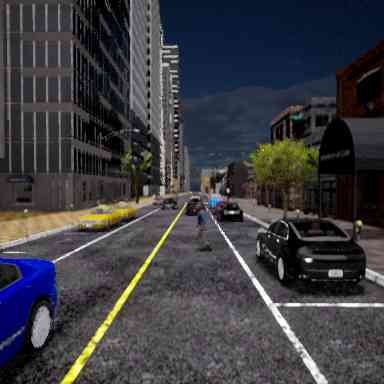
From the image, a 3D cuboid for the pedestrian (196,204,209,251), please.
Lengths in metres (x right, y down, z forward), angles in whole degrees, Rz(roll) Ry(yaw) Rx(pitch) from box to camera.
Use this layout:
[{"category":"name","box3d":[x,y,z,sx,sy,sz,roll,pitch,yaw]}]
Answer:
[{"category":"pedestrian","box3d":[0.342,1.263,12.370,0.375,1.860,0.375,-1,1,-1]}]

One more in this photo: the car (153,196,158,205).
[{"category":"car","box3d":[-5.223,1.310,53.657,1.967,1.590,4.097,-1,0,1]}]

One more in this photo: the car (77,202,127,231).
[{"category":"car","box3d":[-5.522,1.476,20.279,1.752,1.417,4.829,-1,0,1]}]

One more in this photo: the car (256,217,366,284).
[{"category":"car","box3d":[3.084,1.482,9.510,1.837,1.490,4.892,0,0,1]}]

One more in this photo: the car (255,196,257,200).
[{"category":"car","box3d":[17.214,1.236,76.704,5.009,1.841,2.192,1,1,1]}]

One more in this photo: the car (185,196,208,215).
[{"category":"car","box3d":[0.372,1.425,33.067,1.837,1.490,4.892,0,0,1]}]

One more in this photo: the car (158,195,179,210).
[{"category":"car","box3d":[-2.729,1.406,40.993,1.837,1.490,4.892,0,0,1]}]

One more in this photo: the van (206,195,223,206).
[{"category":"van","box3d":[3.056,1.238,42.498,1.690,1.788,3.998,-1,0,1]}]

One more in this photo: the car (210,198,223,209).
[{"category":"car","box3d":[2.960,1.505,31.430,1.802,1.307,4.206,-1,0,1]}]

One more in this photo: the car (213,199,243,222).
[{"category":"car","box3d":[2.910,1.503,25.896,1.947,1.339,4.313,-1,0,1]}]

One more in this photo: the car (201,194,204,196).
[{"category":"car","box3d":[0.502,1.409,48.174,1.812,1.442,4.674,0,0,1]}]

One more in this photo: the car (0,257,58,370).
[{"category":"car","box3d":[-3.074,1.469,3.260,1.882,1.535,5.008,0,0,1]}]

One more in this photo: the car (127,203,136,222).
[{"category":"car","box3d":[-5.472,1.462,25.813,1.752,1.417,4.829,-1,0,1]}]
